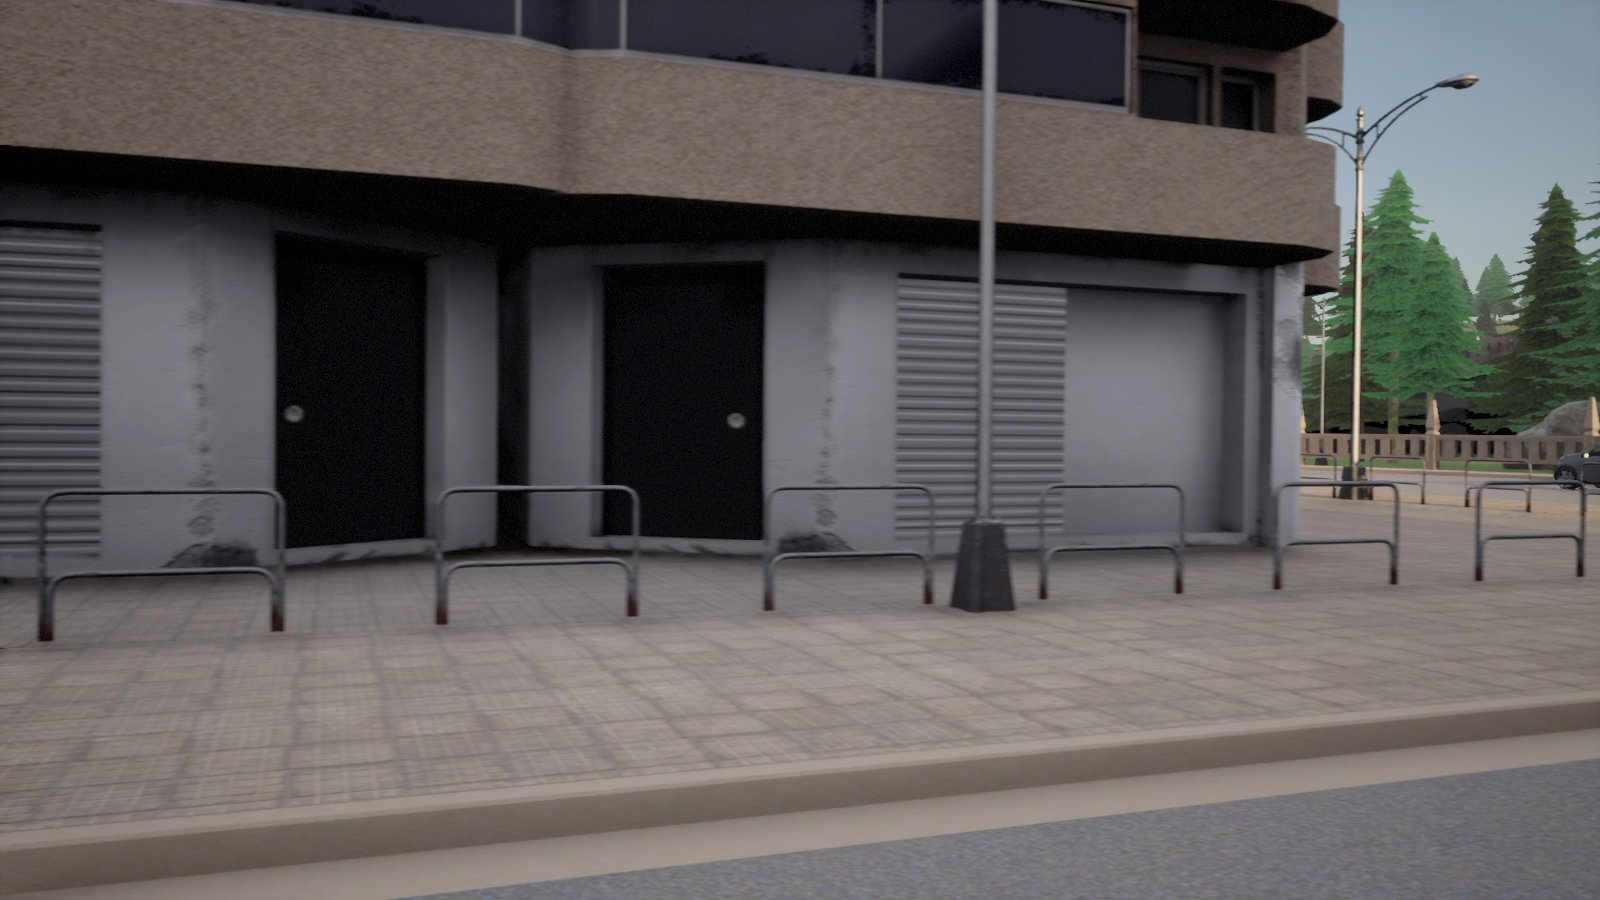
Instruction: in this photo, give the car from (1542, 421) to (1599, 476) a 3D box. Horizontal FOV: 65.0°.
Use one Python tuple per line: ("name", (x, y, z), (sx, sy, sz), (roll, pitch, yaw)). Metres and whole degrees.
("car", (22.755, -0.052, 34.595), (1.845, 1.501, 3.633), (-1, 1, -20))
